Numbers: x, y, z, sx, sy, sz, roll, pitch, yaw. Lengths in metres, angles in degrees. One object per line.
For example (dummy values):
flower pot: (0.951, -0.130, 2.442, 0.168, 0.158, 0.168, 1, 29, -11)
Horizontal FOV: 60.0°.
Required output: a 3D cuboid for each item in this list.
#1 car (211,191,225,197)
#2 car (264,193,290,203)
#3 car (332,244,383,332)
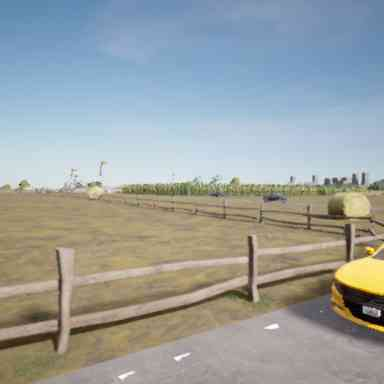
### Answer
car: (5.545, 0.504, 69.868, 1.837, 1.490, 4.892, 2, 0, -35)
car: (14.491, 1.041, 57.023, 1.837, 1.490, 4.892, 2, 0, -35)
car: (4.718, 1.541, 6.430, 5.008, 1.535, 1.882, 1, 0, -35)
